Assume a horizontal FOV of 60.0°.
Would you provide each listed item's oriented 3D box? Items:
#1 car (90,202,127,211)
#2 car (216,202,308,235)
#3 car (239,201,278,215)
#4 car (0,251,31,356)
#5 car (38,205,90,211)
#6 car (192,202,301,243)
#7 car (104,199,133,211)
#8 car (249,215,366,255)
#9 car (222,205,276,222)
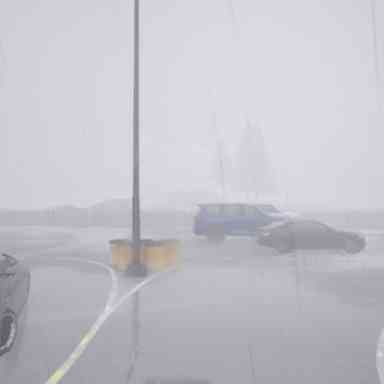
[{"bbox_3d":[-10.545,2.169,39.405,4.674,1.442,1.812,0,-1,0],"label":"car"},{"bbox_3d":[4.418,1.663,21.653,5.566,2.045,2.150,0,-1,0],"label":"car"},{"bbox_3d":[8.504,2.033,42.837,4.553,1.767,2.097,0,-1,0],"label":"car"},{"bbox_3d":[-4.156,1.793,5.975,1.994,1.385,4.181,1,-3,-19],"label":"car"},{"bbox_3d":[-12.986,2.056,32.417,4.902,1.511,2.128,0,-1,0],"label":"car"},{"bbox_3d":[2.766,1.624,18.161,5.566,2.045,2.150,0,-1,0],"label":"car"},{"bbox_3d":[-10.378,1.905,42.909,5.566,2.045,2.150,0,-1,0],"label":"car"},{"bbox_3d":[5.113,1.889,14.662,4.674,1.442,1.812,0,-1,0],"label":"car"},{"bbox_3d":[5.492,2.054,32.345,4.902,1.511,2.128,0,-1,0],"label":"car"}]
